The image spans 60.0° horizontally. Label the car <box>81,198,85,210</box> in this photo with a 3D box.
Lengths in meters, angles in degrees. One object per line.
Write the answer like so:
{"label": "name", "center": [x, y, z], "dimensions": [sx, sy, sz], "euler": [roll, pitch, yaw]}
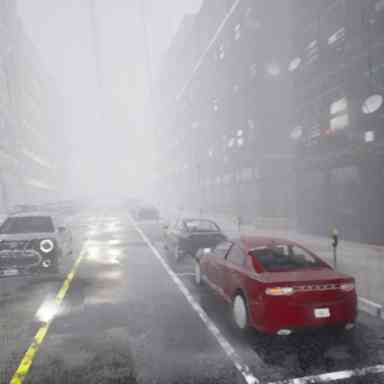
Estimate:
{"label": "car", "center": [-15.385, 1.753, 42.659], "dimensions": [2.192, 1.841, 5.009], "euler": [1, -1, -13]}

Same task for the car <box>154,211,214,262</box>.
{"label": "car", "center": [0.001, 1.602, 12.155], "dimensions": [2.008, 1.369, 4.403], "euler": [1, -1, -13]}

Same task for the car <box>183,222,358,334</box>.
{"label": "car", "center": [1.286, 1.555, 6.775], "dimensions": [1.887, 1.381, 4.507], "euler": [1, -1, -13]}

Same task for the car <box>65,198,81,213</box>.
{"label": "car", "center": [-14.101, 1.702, 37.281], "dimensions": [2.192, 1.841, 5.009], "euler": [1, -1, -13]}

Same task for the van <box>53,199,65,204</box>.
{"label": "van", "center": [-11.531, 1.630, 26.523], "dimensions": [1.690, 1.788, 3.998], "euler": [1, -1, -13]}

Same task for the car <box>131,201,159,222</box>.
{"label": "car", "center": [-3.854, 1.729, 28.293], "dimensions": [1.887, 1.381, 4.507], "euler": [1, -1, -13]}

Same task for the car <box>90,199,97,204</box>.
{"label": "car", "center": [-26.953, 2.559, 91.068], "dimensions": [1.802, 1.307, 4.206], "euler": [0, -1, -13]}

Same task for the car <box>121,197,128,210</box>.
{"label": "car", "center": [-9.026, 1.701, 49.804], "dimensions": [2.192, 1.841, 5.009], "euler": [1, -1, -13]}

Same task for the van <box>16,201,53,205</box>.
{"label": "van", "center": [-10.245, 1.582, 21.143], "dimensions": [1.690, 1.788, 3.998], "euler": [1, -1, -13]}

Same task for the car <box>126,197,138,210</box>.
{"label": "car", "center": [-6.416, 1.723, 39.054], "dimensions": [1.967, 1.590, 4.097], "euler": [1, -1, -13]}

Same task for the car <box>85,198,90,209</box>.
{"label": "car", "center": [-17.958, 2.110, 53.416], "dimensions": [1.947, 1.339, 4.313], "euler": [1, -1, -13]}

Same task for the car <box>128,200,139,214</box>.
{"label": "car", "center": [-5.139, 1.778, 33.671], "dimensions": [1.887, 1.381, 4.507], "euler": [1, -1, -13]}

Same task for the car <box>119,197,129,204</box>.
{"label": "car", "center": [-16.738, 2.055, 82.083], "dimensions": [2.192, 1.841, 5.009], "euler": [0, -1, -13]}

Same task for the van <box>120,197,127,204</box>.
{"label": "van", "center": [-18.024, 2.147, 87.463], "dimensions": [1.690, 1.788, 3.998], "euler": [0, -1, -13]}

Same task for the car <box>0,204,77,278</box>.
{"label": "car", "center": [-5.126, 1.470, 10.643], "dimensions": [2.097, 1.767, 4.553], "euler": [-1, 0, -13]}

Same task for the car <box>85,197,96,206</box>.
{"label": "car", "center": [-21.811, 2.033, 69.553], "dimensions": [2.192, 1.841, 5.009], "euler": [1, -1, -13]}

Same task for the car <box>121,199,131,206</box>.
{"label": "car", "center": [-14.169, 2.196, 71.321], "dimensions": [1.802, 1.307, 4.206], "euler": [0, -1, -13]}
